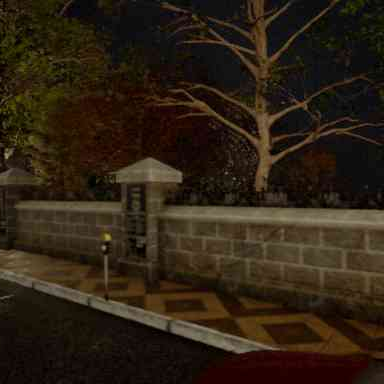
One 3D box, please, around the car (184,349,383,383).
[{"bbox_3d":[1.725,1.584,1.654,4.206,1.307,1.802,0,0,36],"label":"car"}]
